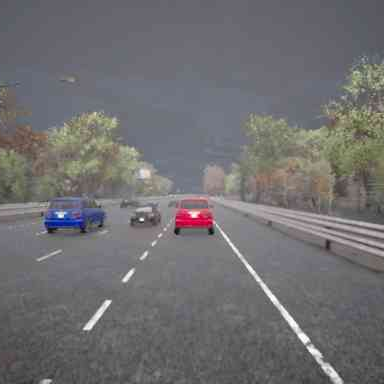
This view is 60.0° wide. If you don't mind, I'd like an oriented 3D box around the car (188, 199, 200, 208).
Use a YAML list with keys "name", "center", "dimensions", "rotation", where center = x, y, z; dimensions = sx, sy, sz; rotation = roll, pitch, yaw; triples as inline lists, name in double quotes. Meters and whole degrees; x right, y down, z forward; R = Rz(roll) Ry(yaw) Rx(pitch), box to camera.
- name: "car"
  center: [0.326, 1.952, 55.233]
  dimensions: [1.994, 1.385, 4.181]
  rotation: [0, 0, 0]

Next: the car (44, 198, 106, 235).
- name: "car"
  center: [-6.874, 1.361, 20.132]
  dimensions: [2.150, 2.045, 5.566]
  rotation: [0, 0, 0]

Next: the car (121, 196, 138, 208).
- name: "car"
  center: [-10.181, 1.602, 54.471]
  dimensions: [2.150, 2.045, 5.566]
  rotation: [0, 0, 0]

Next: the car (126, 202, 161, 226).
- name: "car"
  center: [-3.355, 1.696, 24.600]
  dimensions: [1.812, 1.442, 4.674]
  rotation: [0, 0, 0]

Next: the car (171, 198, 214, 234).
- name: "car"
  center: [0.126, 1.364, 20.364]
  dimensions: [2.150, 2.045, 5.566]
  rotation: [0, 0, 0]

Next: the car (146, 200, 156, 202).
- name: "car"
  center: [-6.677, 1.985, 54.913]
  dimensions: [1.895, 1.301, 4.718]
  rotation: [0, 0, 0]

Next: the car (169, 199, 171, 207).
- name: "car"
  center: [-3.146, 1.922, 59.637]
  dimensions: [1.837, 1.490, 4.892]
  rotation: [0, -1, 0]
